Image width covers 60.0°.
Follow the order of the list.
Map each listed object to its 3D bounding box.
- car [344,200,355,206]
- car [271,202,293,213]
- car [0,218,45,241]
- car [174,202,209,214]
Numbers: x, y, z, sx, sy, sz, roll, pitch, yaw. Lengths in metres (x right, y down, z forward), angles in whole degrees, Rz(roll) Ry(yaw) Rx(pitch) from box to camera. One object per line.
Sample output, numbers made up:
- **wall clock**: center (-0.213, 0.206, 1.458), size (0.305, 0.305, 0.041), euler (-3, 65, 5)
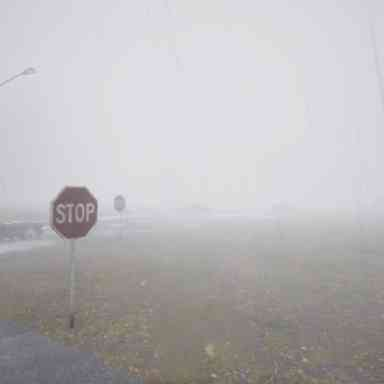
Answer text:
- **car**: center (39.430, 2.661, 83.525), size (1.812, 1.442, 4.674), euler (1, 0, 36)
- **car**: center (12.590, 2.130, 46.297), size (1.812, 1.442, 4.674), euler (1, 0, 36)
- **car**: center (-9.523, 1.744, 15.628), size (1.895, 1.301, 4.718), euler (1, -1, 36)
- **car**: center (0.070, 1.962, 40.908), size (2.033, 1.411, 5.357), euler (1, 0, 36)
